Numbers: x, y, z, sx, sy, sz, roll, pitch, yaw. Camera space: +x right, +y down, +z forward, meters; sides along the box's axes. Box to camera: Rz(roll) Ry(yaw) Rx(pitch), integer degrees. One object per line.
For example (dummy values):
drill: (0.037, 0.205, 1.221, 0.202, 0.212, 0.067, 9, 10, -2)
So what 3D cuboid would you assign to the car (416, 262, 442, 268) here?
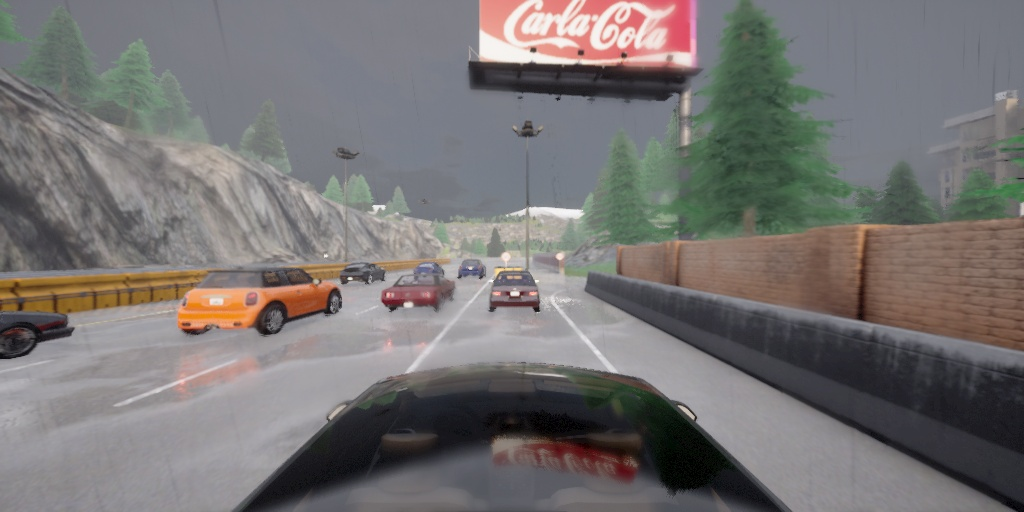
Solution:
car: (-6.942, 1.206, 30.082, 1.812, 1.442, 4.674, 0, 0, 0)

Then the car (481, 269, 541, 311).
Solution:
car: (0.090, 1.267, 14.123, 2.033, 1.411, 5.357, 0, 0, 0)

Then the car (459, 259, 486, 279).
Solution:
car: (-3.430, 1.029, 31.657, 2.097, 1.767, 4.553, 0, 0, 0)

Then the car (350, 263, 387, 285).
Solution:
car: (-10.422, 1.196, 25.509, 1.837, 1.490, 4.892, 0, 0, 0)

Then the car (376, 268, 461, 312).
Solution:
car: (-3.410, 1.320, 14.083, 1.895, 1.301, 4.718, 0, 0, 0)

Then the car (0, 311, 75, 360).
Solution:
car: (-10.401, 1.288, 5.229, 2.033, 1.411, 5.357, 0, 0, 0)

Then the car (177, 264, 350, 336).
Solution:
car: (-6.906, 1.080, 10.504, 2.097, 1.767, 4.553, 0, 0, 0)
